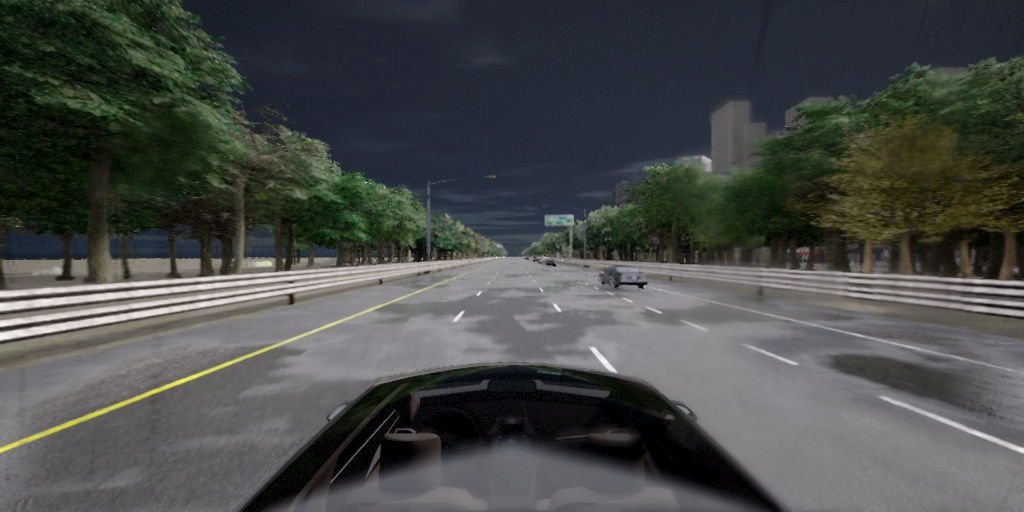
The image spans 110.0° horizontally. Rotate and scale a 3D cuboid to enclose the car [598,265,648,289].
[{"bbox_3d":[7.007,1.305,23.093,2.033,1.411,5.357,0,0,0],"label":"car"}]
